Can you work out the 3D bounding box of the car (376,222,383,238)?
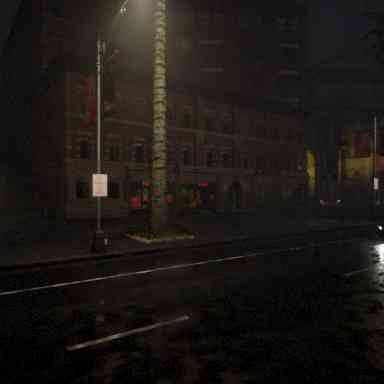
[{"bbox_3d":[11.144,1.547,16.271,5.357,1.411,2.033,0,0,-36],"label":"car"}]
